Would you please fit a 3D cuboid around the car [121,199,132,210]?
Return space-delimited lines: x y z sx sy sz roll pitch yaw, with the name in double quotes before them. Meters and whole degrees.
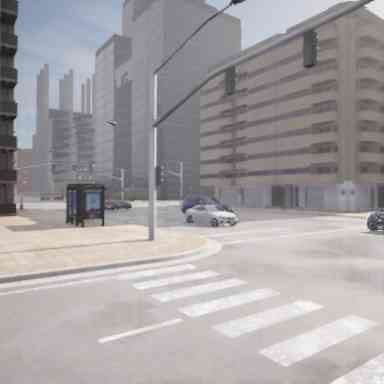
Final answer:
"car" -10.061 1.702 45.468 2.033 1.411 5.357 0 0 -36

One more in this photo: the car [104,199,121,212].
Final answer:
"car" -11.068 1.628 40.889 2.128 1.511 4.902 0 0 -36

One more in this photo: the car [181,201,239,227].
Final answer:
"car" 1.307 1.662 24.042 1.812 1.442 4.674 0 0 -36

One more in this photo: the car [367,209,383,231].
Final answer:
"car" 12.811 1.471 20.231 4.553 1.767 2.097 1 -1 -28

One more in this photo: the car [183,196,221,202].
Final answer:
"car" 1.188 1.377 30.083 2.150 2.045 5.566 0 0 -36
